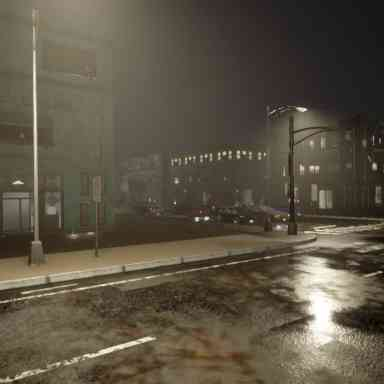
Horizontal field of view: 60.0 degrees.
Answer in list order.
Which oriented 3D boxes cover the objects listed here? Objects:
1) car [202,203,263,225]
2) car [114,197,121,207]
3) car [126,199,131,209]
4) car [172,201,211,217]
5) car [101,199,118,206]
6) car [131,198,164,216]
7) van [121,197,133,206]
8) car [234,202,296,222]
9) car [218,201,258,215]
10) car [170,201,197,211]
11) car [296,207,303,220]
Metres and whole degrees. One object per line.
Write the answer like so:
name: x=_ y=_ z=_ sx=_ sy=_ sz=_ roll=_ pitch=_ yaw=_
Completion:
car: x=3.117 y=1.814 z=26.314 sx=1.947 sy=1.339 sz=4.313 roll=-2 pitch=0 yaw=-35
car: x=-14.067 y=1.939 z=65.094 sx=2.192 sy=1.841 sz=5.009 roll=-1 pitch=0 yaw=-35
car: x=-6.388 y=1.998 z=44.367 sx=2.033 sy=1.411 sz=5.357 roll=-1 pitch=0 yaw=-35
car: x=-0.289 y=1.896 z=35.767 sx=1.994 sy=1.385 sz=4.181 roll=-1 pitch=0 yaw=-37
car: x=-17.272 y=2.227 z=69.603 sx=1.887 sy=1.381 sz=4.507 roll=-1 pitch=0 yaw=-35
car: x=-4.836 y=1.846 z=37.687 sx=1.967 sy=1.590 sz=4.097 roll=-1 pitch=0 yaw=-35
van: x=-10.856 y=1.906 z=60.585 sx=1.690 sy=1.788 sz=3.998 roll=-1 pitch=0 yaw=-35
car: x=5.523 y=1.764 z=27.626 sx=2.033 sy=1.411 sz=5.357 roll=-1 pitch=0 yaw=-36
car: x=5.202 y=1.809 z=38.041 sx=2.008 sy=1.369 sz=4.403 roll=-2 pitch=0 yaw=-35
car: x=-1.218 y=1.965 z=47.059 sx=1.802 sy=1.307 sz=4.206 roll=-2 pitch=0 yaw=-35
car: x=7.717 y=1.717 z=29.811 sx=1.812 sy=1.442 sz=4.674 roll=-1 pitch=0 yaw=-34
